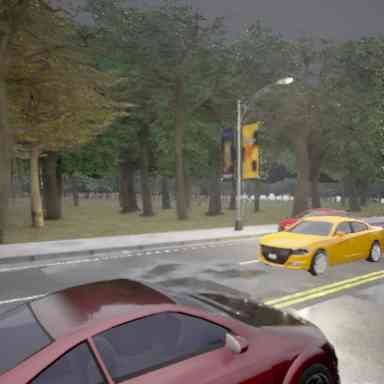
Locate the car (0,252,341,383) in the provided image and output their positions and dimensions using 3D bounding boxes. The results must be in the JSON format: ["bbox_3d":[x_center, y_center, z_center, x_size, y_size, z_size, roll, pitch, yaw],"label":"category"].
[{"bbox_3d":[-0.476,1.572,3.101,4.181,1.385,1.994,0,0,-36],"label":"car"}]

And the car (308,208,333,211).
[{"bbox_3d":[6.266,1.575,16.149,5.008,1.535,1.882,1,0,-36],"label":"car"}]

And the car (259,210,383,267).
[{"bbox_3d":[4.282,1.541,10.739,5.008,1.535,1.882,0,0,-36],"label":"car"}]
